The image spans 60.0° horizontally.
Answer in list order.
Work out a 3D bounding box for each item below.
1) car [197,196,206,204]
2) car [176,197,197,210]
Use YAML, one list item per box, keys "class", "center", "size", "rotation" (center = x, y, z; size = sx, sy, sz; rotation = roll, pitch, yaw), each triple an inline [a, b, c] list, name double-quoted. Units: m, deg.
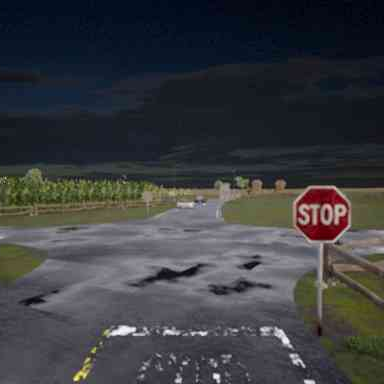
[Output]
- class: "car"
  center: [1.623, 1.481, 65.622]
  size: [1.882, 1.535, 5.008]
  rotation: [0, 0, 7]
- class: "car"
  center: [-0.851, 1.620, 42.934]
  size: [1.895, 1.301, 4.718]
  rotation: [0, 0, 5]
